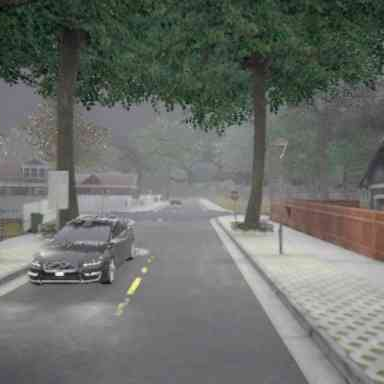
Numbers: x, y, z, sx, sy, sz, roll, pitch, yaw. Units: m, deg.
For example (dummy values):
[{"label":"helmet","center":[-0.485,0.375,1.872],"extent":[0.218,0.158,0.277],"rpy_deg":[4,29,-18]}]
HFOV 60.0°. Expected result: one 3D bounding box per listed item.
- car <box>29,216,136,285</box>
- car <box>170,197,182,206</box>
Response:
[{"label":"car","center":[-2.834,1.502,9.565],"extent":[1.837,1.490,4.892],"rpy_deg":[0,0,0]},{"label":"car","center":[-2.731,1.577,57.277],"extent":[2.033,1.411,5.357],"rpy_deg":[0,0,0]}]
